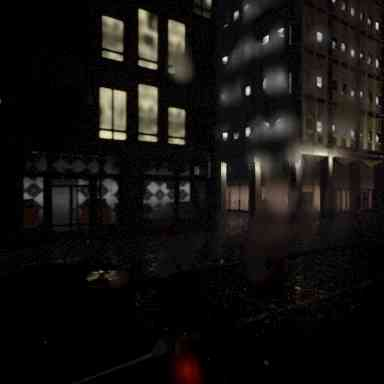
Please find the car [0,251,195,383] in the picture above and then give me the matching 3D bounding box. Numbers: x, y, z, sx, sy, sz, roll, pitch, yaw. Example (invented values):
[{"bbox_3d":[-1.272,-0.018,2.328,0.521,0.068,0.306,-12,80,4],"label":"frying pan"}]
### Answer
[{"bbox_3d":[-2.165,1.354,1.823,4.553,1.767,2.097,0,0,-35],"label":"car"}]
